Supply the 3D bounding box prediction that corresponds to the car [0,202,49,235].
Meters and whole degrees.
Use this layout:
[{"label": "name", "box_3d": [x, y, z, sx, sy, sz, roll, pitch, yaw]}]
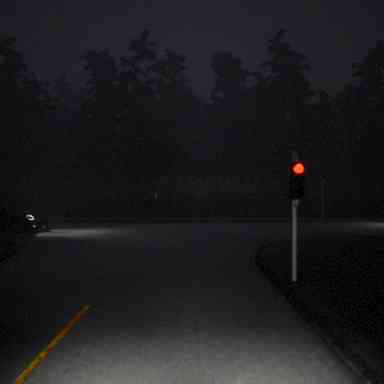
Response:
[{"label": "car", "box_3d": [-10.386, 1.340, 18.302, 4.553, 1.767, 2.097, 0, 0, 0]}]
